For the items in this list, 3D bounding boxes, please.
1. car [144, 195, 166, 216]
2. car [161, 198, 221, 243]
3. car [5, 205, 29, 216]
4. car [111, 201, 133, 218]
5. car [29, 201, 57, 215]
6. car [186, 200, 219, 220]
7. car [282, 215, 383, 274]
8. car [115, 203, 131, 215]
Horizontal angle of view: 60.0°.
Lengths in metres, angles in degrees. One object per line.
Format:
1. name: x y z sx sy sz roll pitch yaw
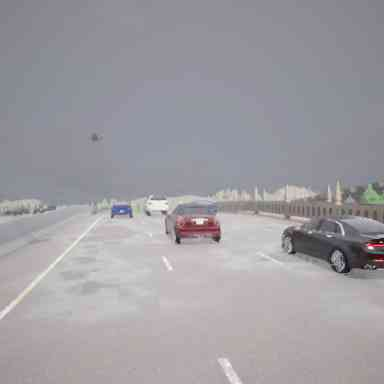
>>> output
1. car: -3.816 1.429 35.322 2.150 2.045 5.566 0 -2 -11
2. car: -0.089 1.365 16.507 2.097 1.767 4.553 0 0 -11
3. car: -23.819 2.545 45.739 2.033 1.411 5.357 0 -6 -11
4. car: -6.686 1.599 31.805 1.882 1.535 5.008 0 -1 -11
5. car: -20.386 2.221 46.419 2.150 2.045 5.566 0 -6 -11
6. car: 0.852 1.517 29.773 1.882 1.535 5.008 0 -1 -11
7. car: 4.633 1.504 10.683 1.837 1.490 4.892 0 0 -11
8. car: -8.753 2.204 42.247 1.994 1.385 4.181 0 -4 -11
